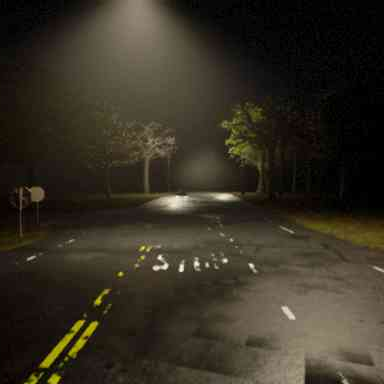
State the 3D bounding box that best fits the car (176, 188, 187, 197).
[{"bbox_3d":[-2.038,0.072,64.286,1.837,1.490,4.892,0,2,2],"label":"car"}]
